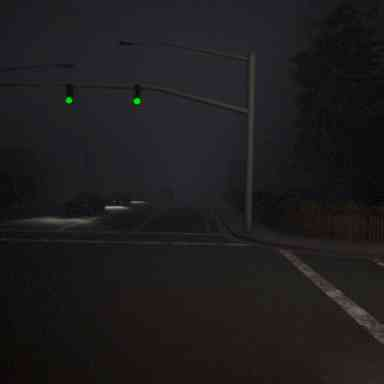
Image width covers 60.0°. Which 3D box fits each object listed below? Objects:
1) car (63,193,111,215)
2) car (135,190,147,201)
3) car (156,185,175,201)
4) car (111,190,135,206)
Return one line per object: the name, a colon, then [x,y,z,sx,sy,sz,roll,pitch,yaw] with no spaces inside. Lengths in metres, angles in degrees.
car: [-7.804,0.797,24.546,1.882,1.535,5.008,1,1,1]
car: [-7.267,0.443,44.516,1.994,1.385,4.181,1,1,2]
car: [-3.675,0.109,46.612,2.150,2.045,5.566,1,1,1]
car: [-7.548,0.664,34.501,1.994,1.385,4.181,1,1,1]
